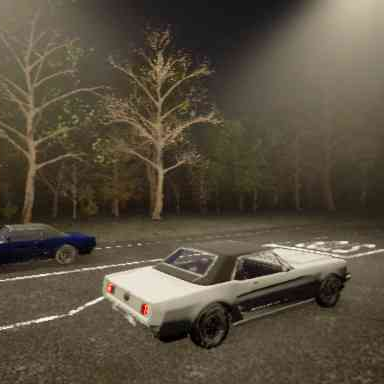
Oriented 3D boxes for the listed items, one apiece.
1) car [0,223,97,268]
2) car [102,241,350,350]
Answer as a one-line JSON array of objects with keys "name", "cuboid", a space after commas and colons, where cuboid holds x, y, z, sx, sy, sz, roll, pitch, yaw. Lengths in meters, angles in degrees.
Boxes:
[{"name": "car", "cuboid": [-5.552, 1.677, 10.334, 4.718, 1.301, 1.895, 0, 0, -35]}, {"name": "car", "cuboid": [0.904, 1.604, 6.248, 4.718, 1.301, 1.895, 0, 0, -35]}]
